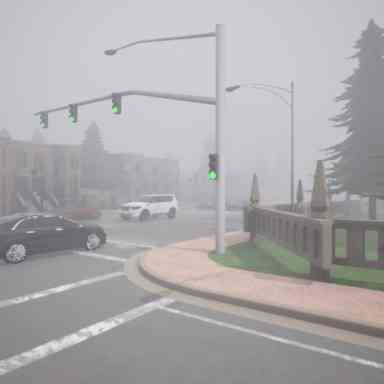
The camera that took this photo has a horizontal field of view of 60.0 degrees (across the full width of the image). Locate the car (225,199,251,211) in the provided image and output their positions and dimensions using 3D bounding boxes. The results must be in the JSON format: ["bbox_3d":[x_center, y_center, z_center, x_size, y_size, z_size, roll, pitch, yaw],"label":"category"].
[{"bbox_3d":[5.998,1.520,39.784,2.033,1.411,5.357,0,0,36],"label":"car"}]

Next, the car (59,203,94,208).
[{"bbox_3d":[-8.903,1.530,25.071,1.994,1.385,4.181,0,0,36],"label":"car"}]

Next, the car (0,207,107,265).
[{"bbox_3d":[-5.297,1.501,11.871,1.837,1.490,4.892,0,0,35],"label":"car"}]

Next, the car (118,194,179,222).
[{"bbox_3d":[-3.347,1.195,26.842,2.150,2.045,5.566,0,0,35],"label":"car"}]

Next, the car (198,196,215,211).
[{"bbox_3d":[2.614,1.318,41.085,2.097,1.767,4.553,0,0,36],"label":"car"}]
